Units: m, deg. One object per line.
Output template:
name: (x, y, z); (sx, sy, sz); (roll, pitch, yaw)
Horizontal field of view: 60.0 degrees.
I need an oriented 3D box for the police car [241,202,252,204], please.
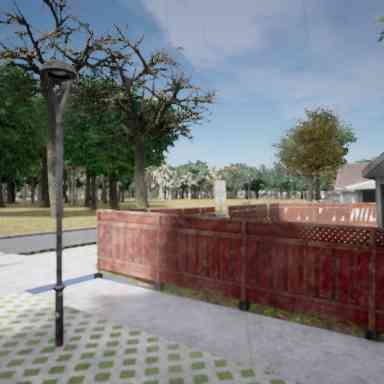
police car: (6.469, 2.052, 40.717); (2.038, 1.542, 4.974); (-2, -2, 34)
